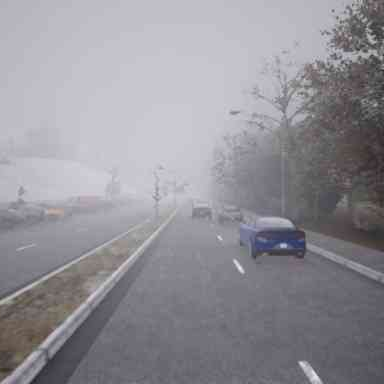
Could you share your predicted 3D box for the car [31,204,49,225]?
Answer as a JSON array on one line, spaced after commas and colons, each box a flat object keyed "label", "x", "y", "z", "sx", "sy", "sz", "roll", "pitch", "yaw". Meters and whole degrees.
[{"label": "car", "x": -13.903, "y": 1.810, "z": 25.702, "sx": 4.792, "sy": 1.488, "sz": 2.163, "roll": -1, "pitch": 0, "yaw": -20}]

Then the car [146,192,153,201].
[{"label": "car", "x": -13.828, "y": 1.466, "z": 85.579, "sx": 5.566, "sy": 2.045, "sz": 2.435, "roll": -1, "pitch": 0, "yaw": -20}]

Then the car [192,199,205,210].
[{"label": "car", "x": 0.891, "y": 1.784, "z": 48.596, "sx": 1.882, "sy": 1.535, "sz": 5.008, "roll": 0, "pitch": 0, "yaw": 0}]

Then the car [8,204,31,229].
[{"label": "car", "x": -13.873, "y": 1.796, "z": 22.730, "sx": 4.674, "sy": 1.452, "sz": 2.002, "roll": -1, "pitch": 0, "yaw": -20}]

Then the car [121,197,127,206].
[{"label": "car", "x": -13.836, "y": 1.663, "z": 55.567, "sx": 4.553, "sy": 1.767, "sz": 2.185, "roll": -1, "pitch": 0, "yaw": -20}]

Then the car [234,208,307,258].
[{"label": "car", "x": 3.051, "y": 1.644, "z": 13.495, "sx": 1.882, "sy": 1.535, "sz": 5.008, "roll": 0, "pitch": 0, "yaw": 0}]

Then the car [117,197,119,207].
[{"label": "car", "x": -13.860, "y": 1.801, "z": 49.593, "sx": 4.892, "sy": 1.521, "sz": 2.231, "roll": -1, "pitch": 0, "yaw": -20}]

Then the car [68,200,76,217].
[{"label": "car", "x": -13.846, "y": 1.836, "z": 31.699, "sx": 4.792, "sy": 1.488, "sz": 2.163, "roll": -1, "pitch": -1, "yaw": -20}]

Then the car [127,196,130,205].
[{"label": "car", "x": -13.857, "y": 1.823, "z": 58.540, "sx": 4.674, "sy": 1.452, "sz": 2.002, "roll": -1, "pitch": 0, "yaw": -20}]

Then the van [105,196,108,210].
[{"label": "van", "x": -13.763, "y": 1.584, "z": 43.670, "sx": 4.442, "sy": 1.987, "sz": 1.878, "roll": -1, "pitch": 0, "yaw": -20}]

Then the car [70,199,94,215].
[{"label": "car", "x": -13.867, "y": 1.855, "z": 37.656, "sx": 4.674, "sy": 1.452, "sz": 2.002, "roll": -1, "pitch": 0, "yaw": -20}]

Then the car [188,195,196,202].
[{"label": "car", "x": -0.015, "y": 1.582, "z": 84.176, "sx": 1.882, "sy": 1.535, "sz": 5.008, "roll": 0, "pitch": 0, "yaw": 0}]

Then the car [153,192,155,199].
[{"label": "car", "x": -13.676, "y": 1.664, "z": 91.634, "sx": 5.366, "sy": 1.575, "sz": 1.946, "roll": -1, "pitch": 0, "yaw": -20}]

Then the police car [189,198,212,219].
[{"label": "police car", "x": 0.894, "y": 1.739, "z": 32.707, "sx": 1.930, "sy": 1.638, "sz": 5.238, "roll": 0, "pitch": 0, "yaw": 0}]

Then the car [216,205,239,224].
[{"label": "car", "x": 3.039, "y": 1.785, "z": 27.304, "sx": 2.128, "sy": 1.511, "sz": 4.902, "roll": 0, "pitch": 0, "yaw": 0}]

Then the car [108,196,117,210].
[{"label": "car", "x": -13.846, "y": 1.554, "z": 46.624, "sx": 5.566, "sy": 2.045, "sz": 2.435, "roll": -1, "pitch": 0, "yaw": -20}]

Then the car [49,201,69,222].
[{"label": "car", "x": -13.703, "y": 1.789, "z": 28.772, "sx": 5.366, "sy": 1.575, "sz": 1.946, "roll": -1, "pitch": -1, "yaw": -20}]

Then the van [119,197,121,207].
[{"label": "van", "x": -13.976, "y": 1.570, "z": 52.532, "sx": 4.442, "sy": 1.987, "sz": 1.878, "roll": -1, "pitch": 0, "yaw": -20}]

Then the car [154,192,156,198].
[{"label": "car", "x": -13.875, "y": 1.389, "z": 94.559, "sx": 5.566, "sy": 2.045, "sz": 2.435, "roll": -1, "pitch": 1, "yaw": -20}]

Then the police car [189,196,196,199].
[{"label": "police car", "x": 0.892, "y": 1.742, "z": 42.705, "sx": 1.930, "sy": 1.638, "sz": 5.238, "roll": 0, "pitch": 0, "yaw": 0}]

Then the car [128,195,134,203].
[{"label": "car", "x": -13.835, "y": 1.807, "z": 61.558, "sx": 4.792, "sy": 1.488, "sz": 2.163, "roll": -1, "pitch": 0, "yaw": -20}]

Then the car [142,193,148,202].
[{"label": "car", "x": -14.025, "y": 1.740, "z": 79.488, "sx": 5.366, "sy": 1.575, "sz": 1.946, "roll": -1, "pitch": 1, "yaw": -20}]

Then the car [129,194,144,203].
[{"label": "car", "x": -13.830, "y": 1.784, "z": 73.564, "sx": 4.792, "sy": 1.488, "sz": 2.163, "roll": -1, "pitch": 0, "yaw": -20}]

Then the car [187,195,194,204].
[{"label": "car", "x": -0.012, "y": 1.634, "z": 69.176, "sx": 1.882, "sy": 1.535, "sz": 5.008, "roll": 0, "pitch": 0, "yaw": 0}]

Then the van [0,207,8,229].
[{"label": "van", "x": -13.774, "y": 1.506, "z": 19.800, "sx": 4.442, "sy": 1.987, "sz": 1.878, "roll": -1, "pitch": -1, "yaw": -20}]

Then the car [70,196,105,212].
[{"label": "car", "x": -13.899, "y": 1.565, "z": 40.627, "sx": 5.566, "sy": 2.045, "sz": 2.435, "roll": -1, "pitch": 0, "yaw": -20}]
